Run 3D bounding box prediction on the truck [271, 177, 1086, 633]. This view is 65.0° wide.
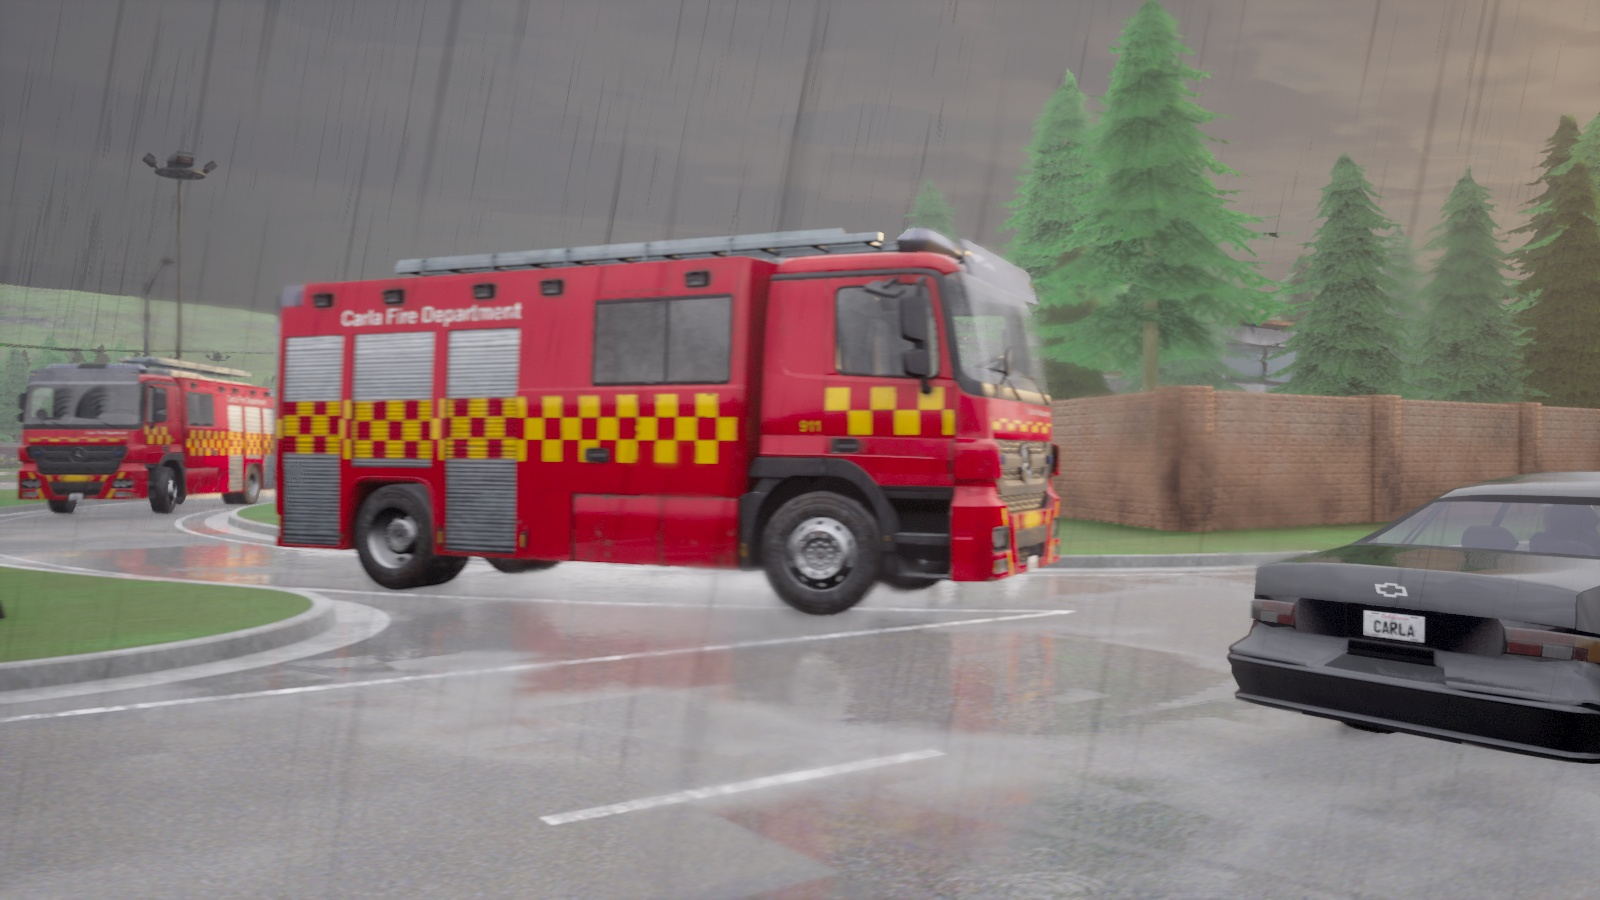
[{"bbox_3d":[-1.457,-0.386,13.615,8.468,3.827,2.891,0,0,25],"label":"truck"}]

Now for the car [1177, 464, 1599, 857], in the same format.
[{"bbox_3d":[4.643,0.799,6.890,5.357,1.411,2.033,0,0,-35],"label":"car"}]

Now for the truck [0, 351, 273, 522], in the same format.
[{"bbox_3d":[-16.701,-0.305,32.462,2.891,3.827,8.468,0,0,-2],"label":"truck"}]
